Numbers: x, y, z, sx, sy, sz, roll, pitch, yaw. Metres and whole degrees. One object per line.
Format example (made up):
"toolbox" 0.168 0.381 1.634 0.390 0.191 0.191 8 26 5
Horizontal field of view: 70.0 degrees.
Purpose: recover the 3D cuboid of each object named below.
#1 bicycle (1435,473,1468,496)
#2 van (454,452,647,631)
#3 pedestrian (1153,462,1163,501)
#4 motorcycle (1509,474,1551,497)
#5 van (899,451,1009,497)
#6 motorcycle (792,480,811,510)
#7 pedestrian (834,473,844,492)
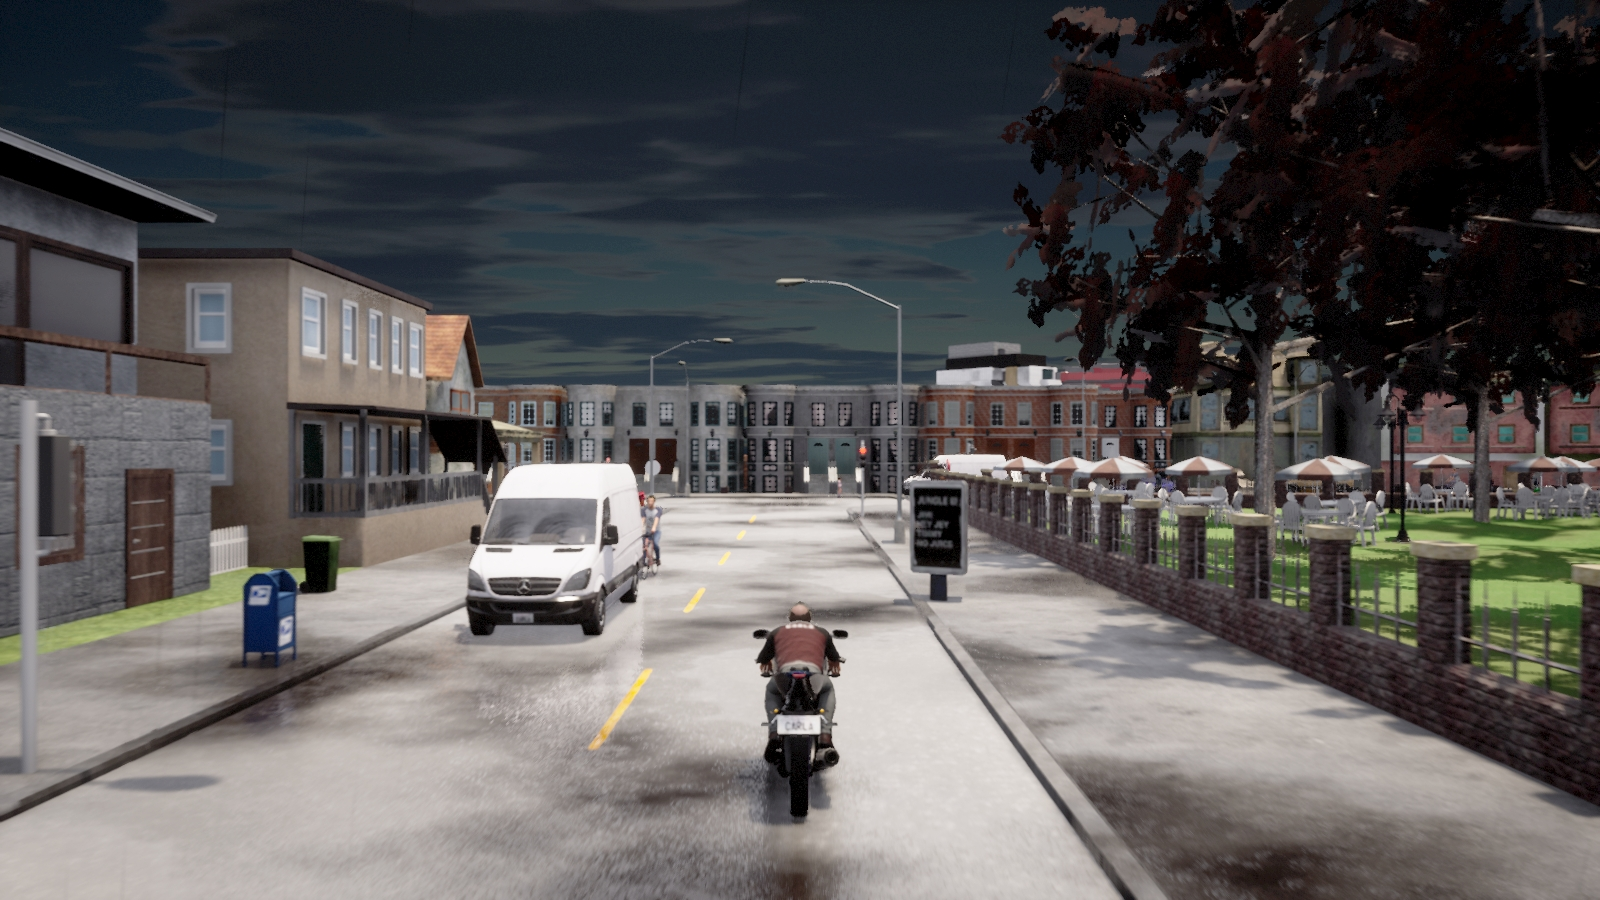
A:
"bicycle" 36.624 1.949 64.209 1.643 1.296 0.373 -1 0 1
"van" -3.975 1.318 19.332 1.988 2.561 5.915 0 0 0
"pedestrian" 17.408 1.527 55.577 0.375 1.860 0.375 0 0 1
"motorcycle" 40.800 1.977 63.866 1.805 1.236 0.856 0 1 14
"van" 8.624 1.327 64.349 5.915 2.561 1.988 0 0 0
"motorcycle" 0.073 1.995 51.282 0.867 1.251 2.209 0 0 0
"pedestrian" 2.302 1.917 67.053 0.500 1.100 0.500 0 0 -9
